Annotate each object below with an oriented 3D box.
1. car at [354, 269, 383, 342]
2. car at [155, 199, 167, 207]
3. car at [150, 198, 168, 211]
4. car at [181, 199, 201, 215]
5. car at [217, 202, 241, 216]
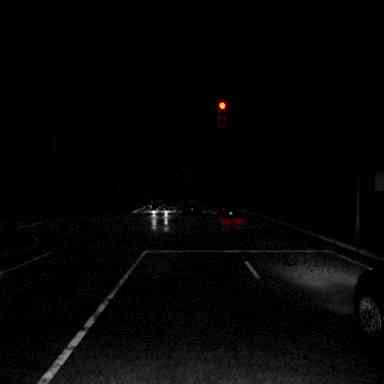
[{"bbox_3d":[3.601,1.493,3.578,2.128,1.511,4.902,0,0,0],"label":"car"},{"bbox_3d":[-5.296,1.846,56.761,1.812,1.442,4.674,0,-1,-8],"label":"car"},{"bbox_3d":[-4.074,1.623,42.817,1.812,1.442,4.674,0,0,-3],"label":"car"},{"bbox_3d":[-0.060,1.510,34.613,1.882,1.535,5.008,0,0,-1],"label":"car"},{"bbox_3d":[3.487,1.625,32.417,1.895,1.301,4.718,0,0,-1],"label":"car"}]
